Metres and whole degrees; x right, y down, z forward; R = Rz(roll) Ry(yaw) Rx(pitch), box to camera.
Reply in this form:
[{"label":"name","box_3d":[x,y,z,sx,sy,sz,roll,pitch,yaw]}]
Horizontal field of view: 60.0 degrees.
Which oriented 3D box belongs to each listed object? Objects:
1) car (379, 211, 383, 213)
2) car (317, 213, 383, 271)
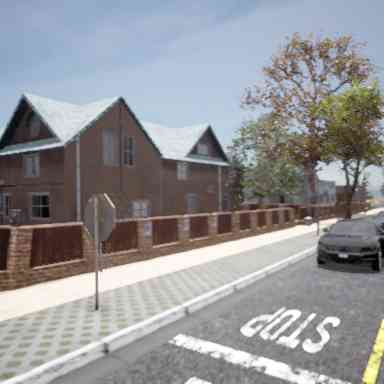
[{"label":"car","box_3d":[14.129,2.029,23.738,2.033,1.411,5.357,-1,-1,35]},{"label":"car","box_3d":[6.046,1.730,12.208,1.882,1.535,5.008,-1,-2,35]}]
